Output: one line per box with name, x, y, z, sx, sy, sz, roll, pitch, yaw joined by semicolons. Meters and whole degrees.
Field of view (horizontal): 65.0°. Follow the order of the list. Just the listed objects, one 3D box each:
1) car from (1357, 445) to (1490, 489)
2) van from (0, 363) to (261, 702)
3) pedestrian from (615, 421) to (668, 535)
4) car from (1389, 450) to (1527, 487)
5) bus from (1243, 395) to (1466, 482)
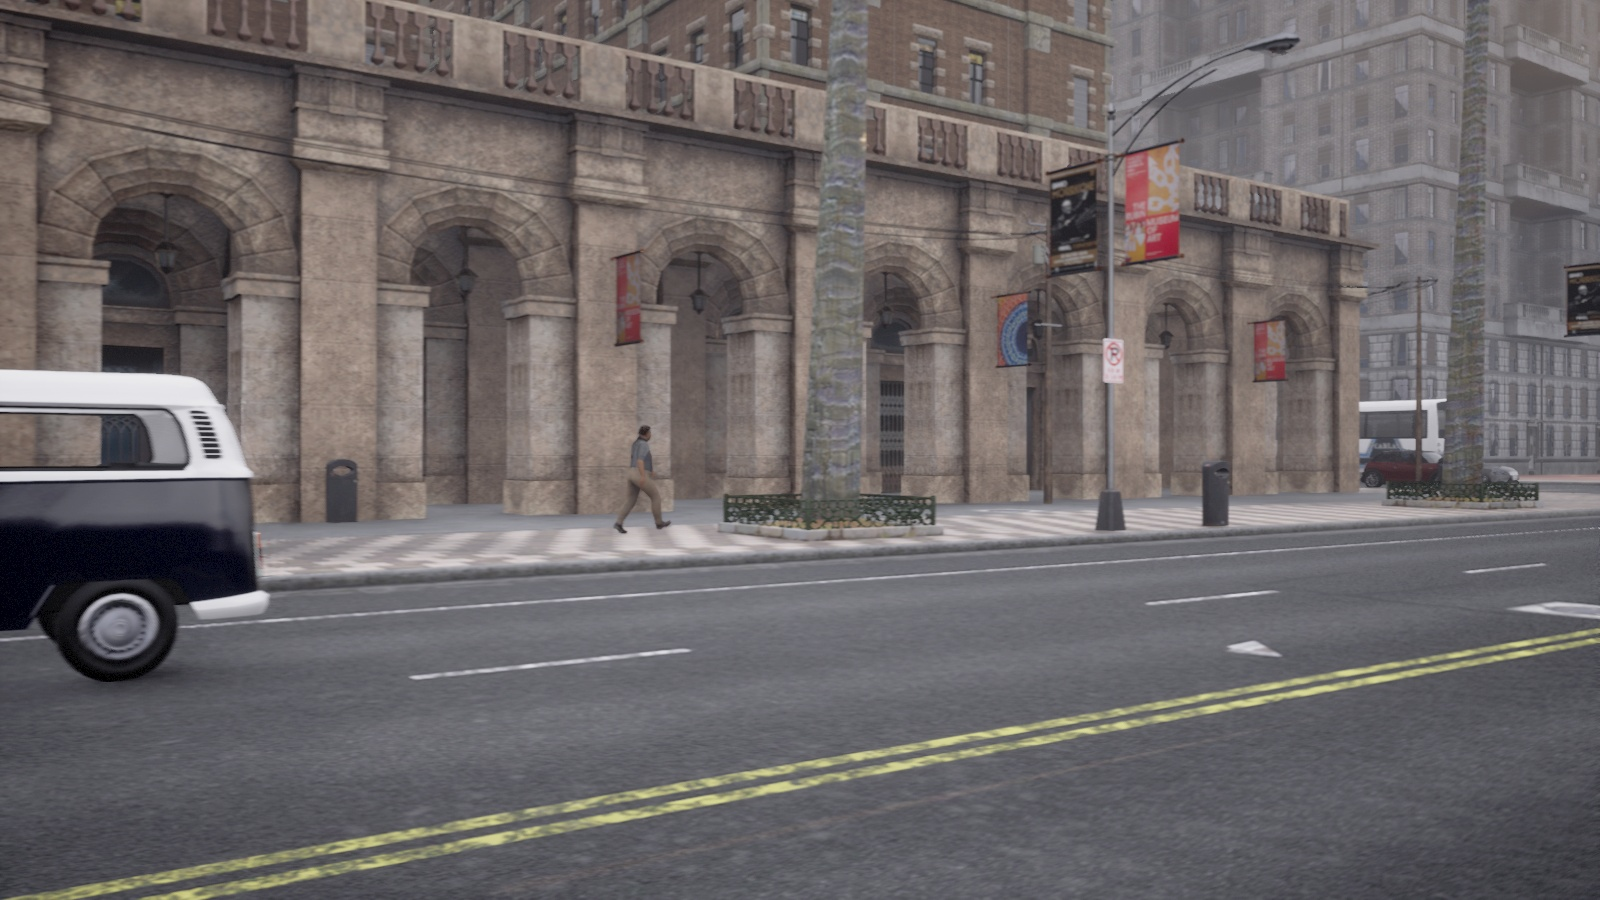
car;26.096;0.680;52.669;2.097;1.767;4.553;0;0;-35
van;-6.042;0.501;7.972;4.480;2.038;2.069;0;0;-35
pedestrian;-2.636;0.459;20.862;0.694;1.848;0.540;0;0;-36
car;28.743;0.776;54.985;2.128;1.511;4.902;0;0;-35
bus;29.154;-0.528;66.650;3.944;4.253;10.273;0;0;-35
